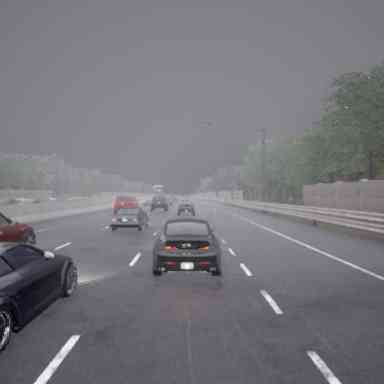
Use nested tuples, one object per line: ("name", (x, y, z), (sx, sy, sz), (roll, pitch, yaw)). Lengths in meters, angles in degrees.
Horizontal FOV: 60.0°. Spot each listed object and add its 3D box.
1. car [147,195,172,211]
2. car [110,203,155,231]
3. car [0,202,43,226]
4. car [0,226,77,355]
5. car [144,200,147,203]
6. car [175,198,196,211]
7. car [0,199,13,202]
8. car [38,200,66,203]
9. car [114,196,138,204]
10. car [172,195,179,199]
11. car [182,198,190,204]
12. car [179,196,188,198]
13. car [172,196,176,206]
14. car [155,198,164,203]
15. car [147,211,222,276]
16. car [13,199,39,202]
("car", (-4.266, 1.522, 44.676), (2.150, 2.045, 5.566), (0, -1, -1))
("car", (-3.848, 1.650, 21.228), (2.033, 1.411, 5.357), (0, 0, -1))
("car", (-7.170, 1.372, 11.221), (2.097, 1.767, 4.553), (0, 0, -1))
("car", (-3.575, 1.574, 5.933), (1.994, 1.385, 4.181), (0, 0, -1))
("car", (-8.119, 2.035, 64.328), (1.994, 1.385, 4.181), (0, -1, -1))
("car", (-0.638, 1.757, 37.487), (1.837, 1.490, 4.892), (0, -1, -1))
("car", (-25.324, 1.703, 45.304), (1.837, 1.490, 4.892), (0, 0, 0))
("car", (-18.321, 1.782, 45.242), (2.033, 1.411, 5.357), (0, -1, 0))
("car", (-7.669, 1.452, 39.216), (2.150, 2.045, 5.566), (0, -1, -1))
("car", (-5.049, 1.910, 88.573), (2.150, 2.045, 5.566), (0, 0, -1))
("car", (-1.444, 2.211, 82.570), (1.994, 1.385, 4.181), (0, 0, -1))
("car", (-1.120, 2.000, 64.470), (2.128, 1.511, 4.902), (0, -1, -1))
("car", (-4.619, 2.016, 64.400), (1.812, 1.442, 4.674), (0, -1, -1))
("car", (-8.514, 2.203, 86.457), (1.994, 1.385, 4.181), (0, 0, -1))
("car", (-0.156, 1.560, 10.505), (1.837, 1.490, 4.892), (0, 0, -1))
("car", (-21.825, 1.695, 45.363), (1.882, 1.535, 5.008), (0, 0, 0))
